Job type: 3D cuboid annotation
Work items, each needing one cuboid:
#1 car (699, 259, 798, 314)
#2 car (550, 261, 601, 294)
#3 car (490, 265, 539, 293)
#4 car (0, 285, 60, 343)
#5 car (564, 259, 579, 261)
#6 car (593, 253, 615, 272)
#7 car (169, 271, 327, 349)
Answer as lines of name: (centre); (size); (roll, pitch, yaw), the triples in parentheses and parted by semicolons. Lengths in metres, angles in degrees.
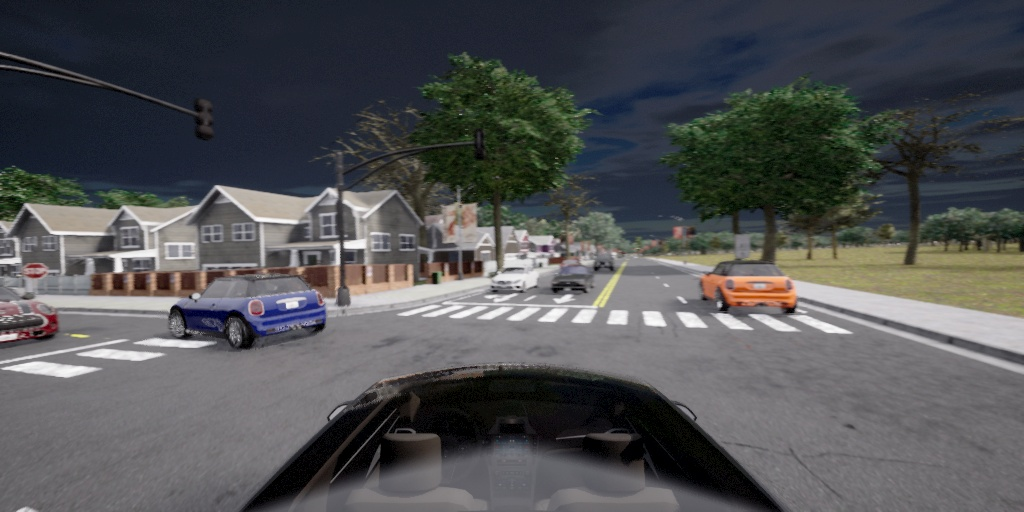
car: (8.263, 0.931, 13.012); (2.097, 1.767, 4.553); (-1, 0, 18)
car: (3.520, 1.210, 19.981); (2.033, 1.411, 5.357); (-1, 0, 18)
car: (0.298, 1.252, 20.586); (1.812, 1.442, 4.674); (-1, 0, 18)
car: (-15.199, 1.581, 9.972); (4.553, 1.767, 2.097); (-2, 1, 18)
car: (6.391, 1.073, 38.957); (1.882, 1.535, 5.008); (-1, 0, 18)
car: (10.730, 0.732, 41.711); (2.150, 2.045, 5.566); (-1, 0, 19)
car: (-7.368, 1.305, 9.949); (4.553, 1.767, 2.097); (-2, 1, 28)
